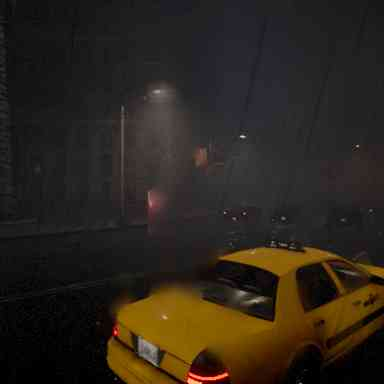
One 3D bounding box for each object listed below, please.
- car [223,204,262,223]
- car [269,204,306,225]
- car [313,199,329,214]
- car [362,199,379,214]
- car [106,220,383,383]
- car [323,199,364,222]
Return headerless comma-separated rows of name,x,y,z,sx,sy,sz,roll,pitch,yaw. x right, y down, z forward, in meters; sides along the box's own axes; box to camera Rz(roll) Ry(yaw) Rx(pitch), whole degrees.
car,3.934,1.582,25.442,1.895,1.301,4.718,0,0,26
car,6.838,1.549,23.499,1.994,1.385,4.181,0,0,26
car,14.205,1.484,35.261,1.837,1.490,4.892,0,0,9
car,17.608,1.487,34.406,1.837,1.490,4.892,0,0,9
car,1.501,1.452,4.801,5.366,1.575,1.801,0,0,-42
car,9.918,1.465,21.576,1.882,1.535,5.008,0,0,27
